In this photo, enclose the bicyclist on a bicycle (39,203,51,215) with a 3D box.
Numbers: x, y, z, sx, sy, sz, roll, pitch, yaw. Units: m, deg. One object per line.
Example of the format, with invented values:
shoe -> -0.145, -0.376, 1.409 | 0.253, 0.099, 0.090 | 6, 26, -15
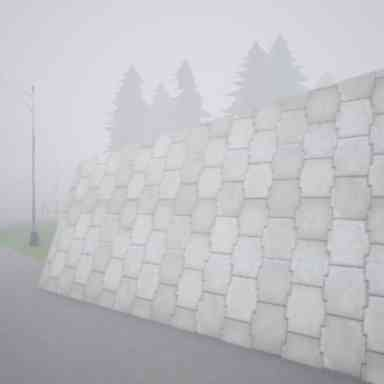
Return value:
bicyclist on a bicycle -> -18.932, 2.185, 42.807 | 0.582, 1.620, 1.656 | -1, -1, 31
